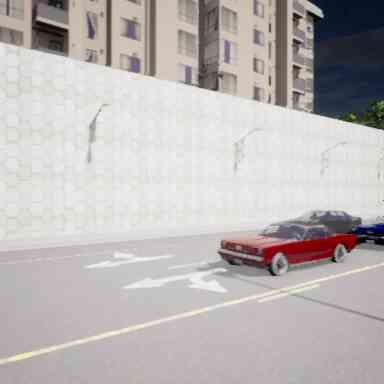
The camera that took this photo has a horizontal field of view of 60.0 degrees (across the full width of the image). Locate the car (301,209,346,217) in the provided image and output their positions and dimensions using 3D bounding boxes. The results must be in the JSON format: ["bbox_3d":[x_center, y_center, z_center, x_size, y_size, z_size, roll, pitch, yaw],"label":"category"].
[{"bbox_3d":[6.872,1.620,17.370,5.357,1.411,2.033,0,0,-36],"label":"car"}]

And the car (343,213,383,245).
[{"bbox_3d":[8.880,1.673,14.503,4.718,1.301,1.895,0,0,-36],"label":"car"}]

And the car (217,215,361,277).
[{"bbox_3d":[3.093,1.624,10.494,4.718,1.301,1.895,0,0,-35],"label":"car"}]
